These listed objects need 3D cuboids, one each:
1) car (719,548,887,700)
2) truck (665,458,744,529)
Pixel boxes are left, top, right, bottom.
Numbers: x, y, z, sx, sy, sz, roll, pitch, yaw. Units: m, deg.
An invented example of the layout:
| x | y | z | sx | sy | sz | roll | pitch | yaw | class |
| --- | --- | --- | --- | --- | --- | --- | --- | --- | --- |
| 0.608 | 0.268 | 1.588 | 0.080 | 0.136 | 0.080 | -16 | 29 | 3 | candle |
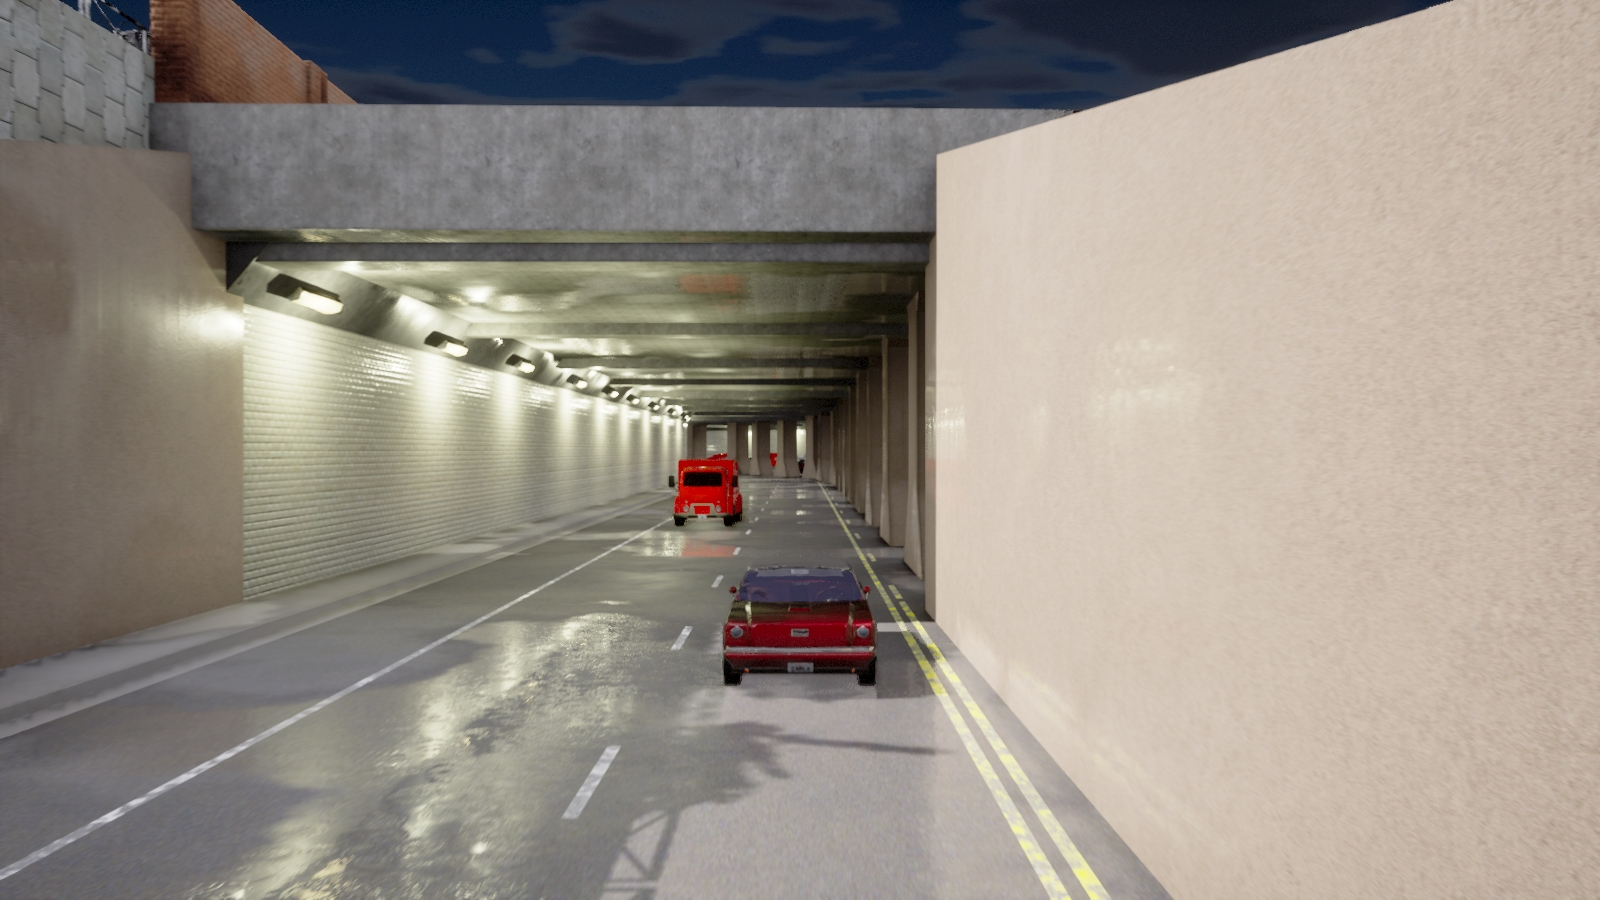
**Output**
| x | y | z | sx | sy | sz | roll | pitch | yaw | class |
| --- | --- | --- | --- | --- | --- | --- | --- | --- | --- |
| 0.032 | 2.156 | 15.206 | 1.895 | 1.301 | 4.718 | 0 | 0 | 0 | car |
| -3.525 | 1.572 | 43.393 | 2.627 | 2.467 | 5.204 | 0 | 0 | -1 | truck |
